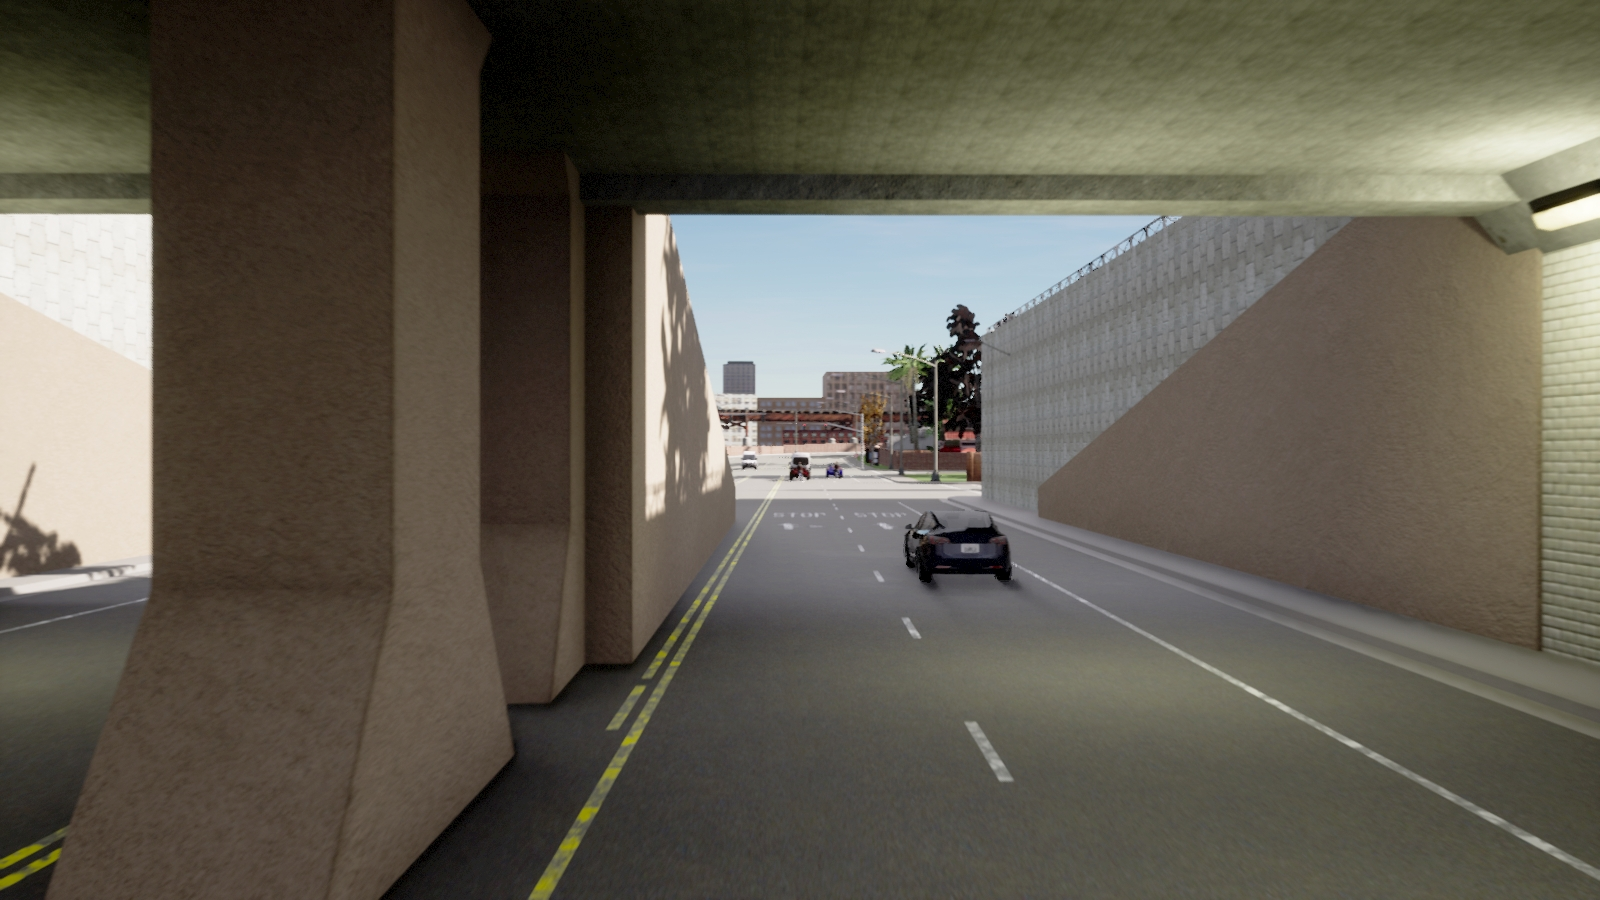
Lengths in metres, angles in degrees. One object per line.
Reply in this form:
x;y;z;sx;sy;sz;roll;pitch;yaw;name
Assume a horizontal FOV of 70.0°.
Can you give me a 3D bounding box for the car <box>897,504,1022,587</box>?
3.462;2.063;25.751;2.163;1.488;4.792;0;0;0;car
